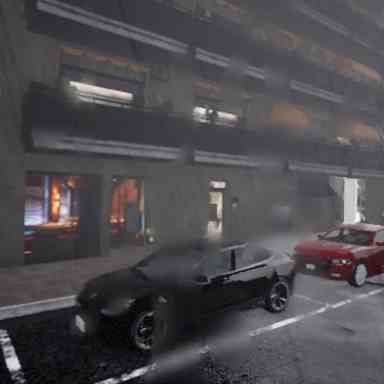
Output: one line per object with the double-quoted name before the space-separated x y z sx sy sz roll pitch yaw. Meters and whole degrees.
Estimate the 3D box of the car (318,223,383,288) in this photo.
"car" 4.750 1.600 9.474 4.507 1.381 1.887 0 0 -35

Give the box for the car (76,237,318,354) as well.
"car" 0.133 1.587 6.181 4.313 1.339 1.947 0 0 -35
